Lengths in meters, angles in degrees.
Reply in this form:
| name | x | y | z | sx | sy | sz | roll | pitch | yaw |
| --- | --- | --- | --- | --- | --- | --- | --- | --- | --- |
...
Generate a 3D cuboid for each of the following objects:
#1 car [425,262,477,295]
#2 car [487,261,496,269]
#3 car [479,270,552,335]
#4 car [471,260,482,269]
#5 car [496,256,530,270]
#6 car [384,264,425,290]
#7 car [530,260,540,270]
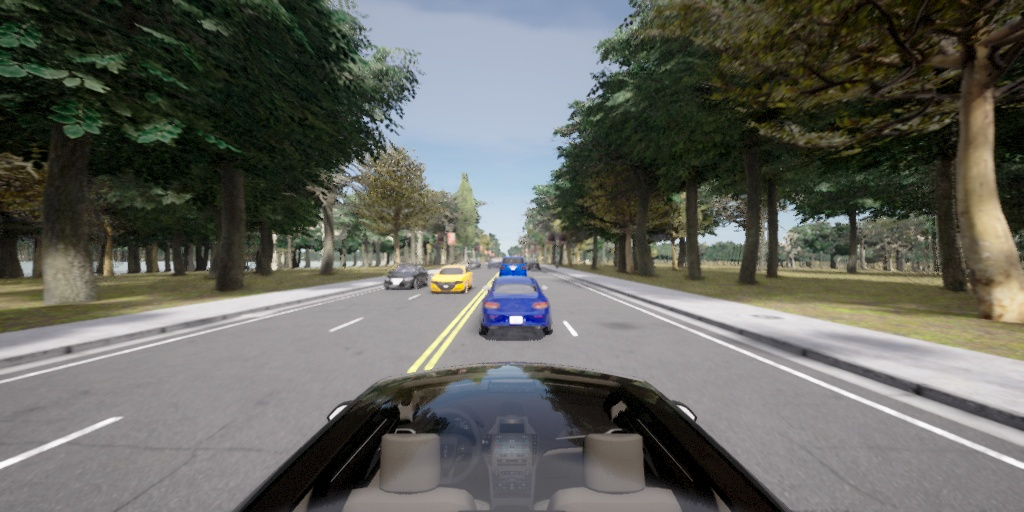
| name | x | y | z | sx | sy | sz | roll | pitch | yaw |
| --- | --- | --- | --- | --- | --- | --- | --- | --- | --- |
| car | -3.354 | 1.283 | 20.678 | 1.882 | 1.535 | 5.008 | 0 | 0 | 0 |
| car | -3.298 | 1.562 | 62.731 | 1.994 | 1.385 | 4.181 | 0 | 0 | 1 |
| car | 0.095 | 1.299 | 10.503 | 1.812 | 1.442 | 4.674 | 0 | 0 | 0 |
| car | -6.538 | 1.512 | 64.152 | 2.128 | 1.511 | 4.902 | 0 | 0 | 1 |
| car | 0.090 | 1.058 | 29.384 | 2.150 | 2.045 | 5.566 | 0 | 0 | 0 |
| car | -6.605 | 1.304 | 22.926 | 2.128 | 1.511 | 4.902 | 0 | 0 | 0 |
| car | 3.333 | 1.464 | 55.799 | 1.837 | 1.490 | 4.892 | 0 | 0 | 0 |
